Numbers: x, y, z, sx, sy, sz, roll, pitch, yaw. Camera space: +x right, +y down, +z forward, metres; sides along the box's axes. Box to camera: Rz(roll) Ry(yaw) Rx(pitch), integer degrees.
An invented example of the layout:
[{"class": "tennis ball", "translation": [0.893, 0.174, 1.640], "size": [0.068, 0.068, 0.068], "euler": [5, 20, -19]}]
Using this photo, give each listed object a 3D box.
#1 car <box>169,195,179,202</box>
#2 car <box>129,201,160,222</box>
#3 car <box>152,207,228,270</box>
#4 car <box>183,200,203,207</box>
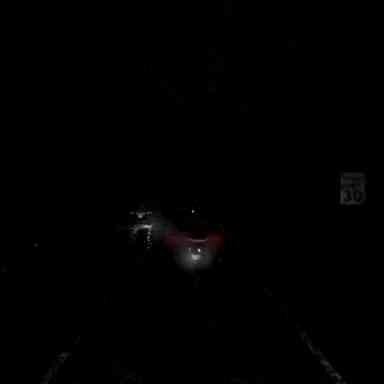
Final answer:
[{"class": "car", "translation": [-3.507, 1.209, 66.228], "size": [2.033, 1.411, 5.357], "euler": [0, 0, 0]}, {"class": "car", "translation": [-3.599, 1.432, 25.629], "size": [2.128, 1.511, 4.902], "euler": [0, 0, 0]}, {"class": "car", "translation": [0.092, 1.483, 11.038], "size": [2.128, 1.511, 4.902], "euler": [0, 0, 0]}, {"class": "car", "translation": [0.100, 1.498, 33.309], "size": [1.895, 1.301, 4.718], "euler": [0, 0, 0]}]
